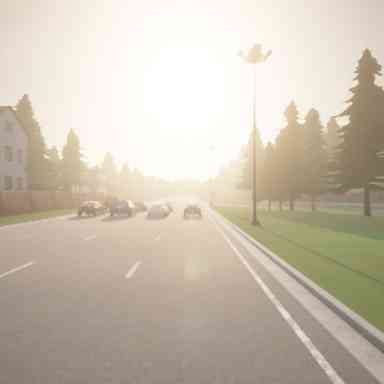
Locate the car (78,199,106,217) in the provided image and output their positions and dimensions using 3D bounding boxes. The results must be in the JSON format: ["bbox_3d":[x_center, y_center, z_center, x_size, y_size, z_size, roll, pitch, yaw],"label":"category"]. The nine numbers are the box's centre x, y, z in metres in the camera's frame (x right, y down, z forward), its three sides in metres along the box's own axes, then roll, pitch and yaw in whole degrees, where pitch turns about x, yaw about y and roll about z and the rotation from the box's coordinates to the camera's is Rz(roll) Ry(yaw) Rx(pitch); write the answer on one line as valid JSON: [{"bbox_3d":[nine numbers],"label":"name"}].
[{"bbox_3d":[-10.448,1.741,34.874,1.837,1.490,4.892,0,0,1],"label":"car"}]

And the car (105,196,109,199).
[{"bbox_3d":[-10.501,1.530,45.481,2.150,2.045,5.566,0,0,0],"label":"car"}]

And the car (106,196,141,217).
[{"bbox_3d":[-6.950,1.584,34.324,2.097,1.767,4.553,0,0,1],"label":"car"}]

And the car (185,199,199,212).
[{"bbox_3d":[0.005,1.810,45.013,1.837,1.490,4.892,0,0,0],"label":"car"}]

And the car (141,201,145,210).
[{"bbox_3d":[-6.994,1.869,45.146,1.994,1.385,4.181,0,0,0],"label":"car"}]

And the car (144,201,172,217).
[{"bbox_3d":[-3.449,1.759,34.471,1.812,1.442,4.674,0,0,1],"label":"car"}]

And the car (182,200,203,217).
[{"bbox_3d":[0.049,1.757,34.224,1.812,1.442,4.674,0,0,1],"label":"car"}]

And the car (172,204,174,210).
[{"bbox_3d":[-3.500,1.850,44.725,2.033,1.411,5.357,0,0,0],"label":"car"}]
